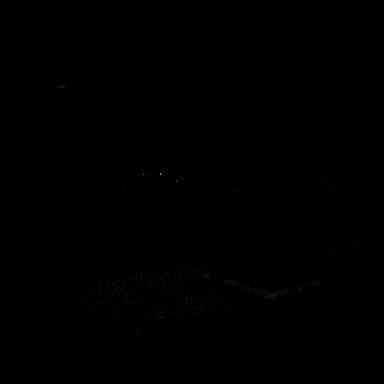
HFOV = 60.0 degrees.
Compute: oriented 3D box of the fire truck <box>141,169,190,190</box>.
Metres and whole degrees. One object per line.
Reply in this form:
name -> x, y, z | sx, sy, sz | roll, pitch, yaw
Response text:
fire truck -> -3.775, -1.183, 45.455 | 2.891, 3.827, 8.468 | 0, 3, -35
